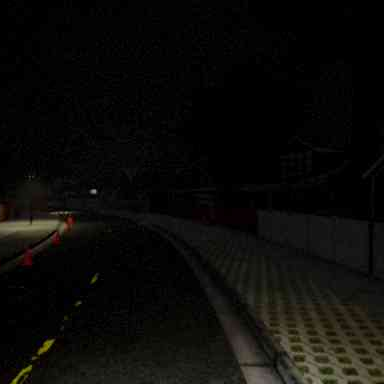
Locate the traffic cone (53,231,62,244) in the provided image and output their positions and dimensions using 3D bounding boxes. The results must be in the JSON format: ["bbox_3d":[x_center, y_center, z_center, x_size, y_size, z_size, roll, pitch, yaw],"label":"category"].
[{"bbox_3d":[-6.332,2.127,15.691,0.340,0.580,0.340,0,-1,-13],"label":"traffic cone"}]

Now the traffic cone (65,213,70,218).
[{"bbox_3d":[-10.856,2.273,29.486,0.340,0.580,0.340,0,-1,-23],"label":"traffic cone"}]

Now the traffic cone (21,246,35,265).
[{"bbox_3d":[-5.403,2.078,10.936,0.340,0.580,0.340,0,-1,-9],"label":"traffic cone"}]

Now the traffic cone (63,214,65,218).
[{"bbox_3d":[-12.924,2.320,33.869,0.340,0.580,0.340,0,-1,-27],"label":"traffic cone"}]

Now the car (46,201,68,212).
[{"bbox_3d":[-18.952,2.023,46.715,1.812,1.442,4.674,0,-1,-40],"label":"car"}]

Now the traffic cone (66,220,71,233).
[{"bbox_3d":[-7.555,2.176,20.380,0.340,0.580,0.340,0,-1,-16],"label":"traffic cone"}]

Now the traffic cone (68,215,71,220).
[{"bbox_3d":[-9.065,2.225,24.985,0.340,0.580,0.340,0,-1,-20],"label":"traffic cone"}]
